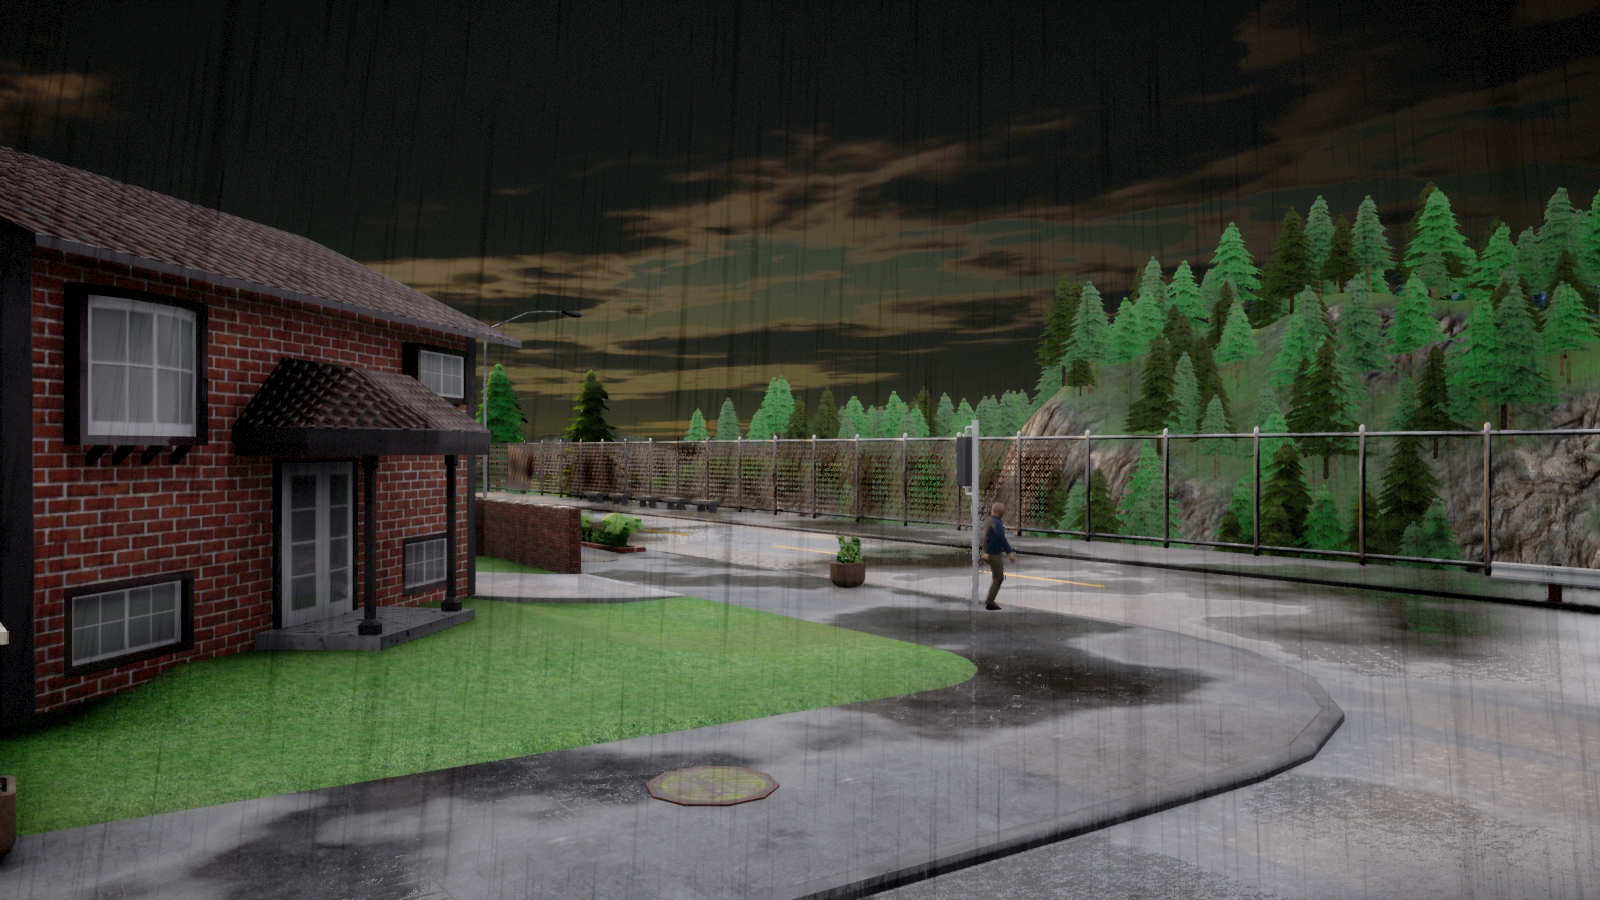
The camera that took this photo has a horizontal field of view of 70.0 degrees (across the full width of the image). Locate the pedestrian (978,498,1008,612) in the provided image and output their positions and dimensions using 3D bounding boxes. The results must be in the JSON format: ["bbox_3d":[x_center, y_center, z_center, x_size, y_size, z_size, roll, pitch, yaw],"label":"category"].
[{"bbox_3d":[3.217,1.745,19.054,0.375,1.860,0.375,0,0,-14],"label":"pedestrian"}]
